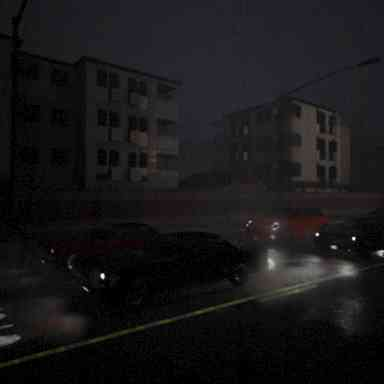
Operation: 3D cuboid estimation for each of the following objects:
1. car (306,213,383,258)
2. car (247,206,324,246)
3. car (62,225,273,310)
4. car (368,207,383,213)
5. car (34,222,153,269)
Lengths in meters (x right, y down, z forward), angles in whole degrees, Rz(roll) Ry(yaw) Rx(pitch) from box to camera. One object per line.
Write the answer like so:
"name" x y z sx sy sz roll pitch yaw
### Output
"car" 6.998 1.733 13.525 4.718 1.301 1.895 0 -1 -36
"car" 4.670 1.502 16.132 4.553 1.767 2.097 0 -1 -36
"car" -0.385 1.672 8.088 4.718 1.301 1.895 0 -1 -37
"car" 12.796 1.741 21.845 4.674 1.442 1.812 0 -1 -34
"car" -2.496 1.692 10.875 4.718 1.301 1.895 0 -1 -37
